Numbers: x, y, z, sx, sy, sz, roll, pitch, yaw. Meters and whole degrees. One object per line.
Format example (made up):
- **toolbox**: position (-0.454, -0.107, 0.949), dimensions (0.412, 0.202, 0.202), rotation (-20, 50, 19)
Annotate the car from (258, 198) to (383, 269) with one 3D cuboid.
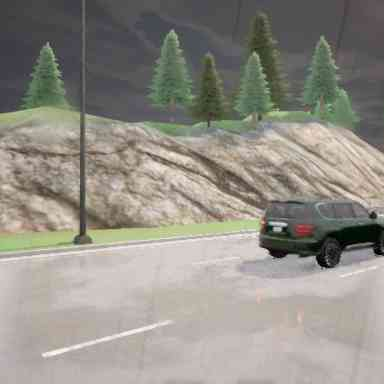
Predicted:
- **car**: position (4.715, 1.218, 11.425), dimensions (5.566, 2.045, 2.150), rotation (0, 0, -36)
